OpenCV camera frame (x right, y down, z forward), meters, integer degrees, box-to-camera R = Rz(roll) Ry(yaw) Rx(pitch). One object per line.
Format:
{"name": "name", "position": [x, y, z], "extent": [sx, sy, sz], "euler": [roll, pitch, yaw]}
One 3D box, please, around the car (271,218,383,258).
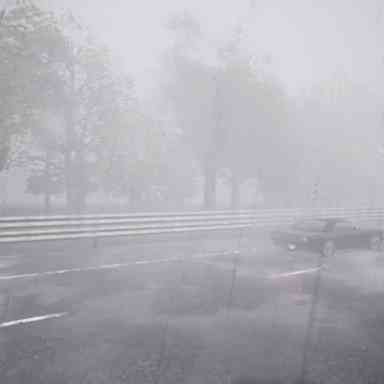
{"name": "car", "position": [5.466, 1.689, 13.086], "extent": [4.718, 1.301, 1.895], "euler": [1, 0, -31]}
